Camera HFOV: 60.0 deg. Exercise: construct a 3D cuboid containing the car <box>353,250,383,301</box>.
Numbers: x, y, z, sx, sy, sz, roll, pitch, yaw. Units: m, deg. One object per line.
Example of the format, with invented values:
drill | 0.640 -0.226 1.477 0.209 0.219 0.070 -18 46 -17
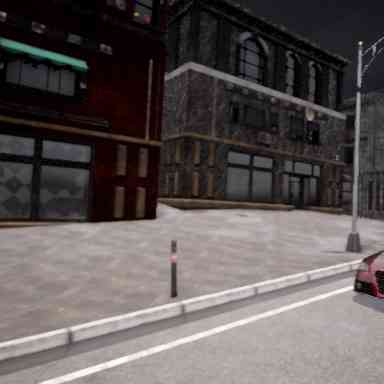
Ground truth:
car | 5.335 1.541 7.138 4.181 1.385 1.994 0 0 -35
